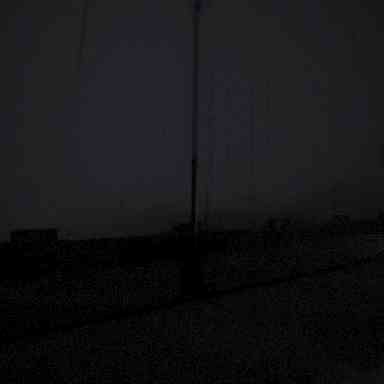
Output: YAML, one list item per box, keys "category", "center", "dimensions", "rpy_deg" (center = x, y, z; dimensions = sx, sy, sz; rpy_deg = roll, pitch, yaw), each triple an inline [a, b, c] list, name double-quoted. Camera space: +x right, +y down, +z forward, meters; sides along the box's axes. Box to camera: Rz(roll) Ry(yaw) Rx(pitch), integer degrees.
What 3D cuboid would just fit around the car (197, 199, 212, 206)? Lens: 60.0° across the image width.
- category: "car"
  center: [2.031, 2.075, 65.947]
  dimensions: [1.812, 1.442, 4.674]
  rpy_deg: [1, -1, -35]
